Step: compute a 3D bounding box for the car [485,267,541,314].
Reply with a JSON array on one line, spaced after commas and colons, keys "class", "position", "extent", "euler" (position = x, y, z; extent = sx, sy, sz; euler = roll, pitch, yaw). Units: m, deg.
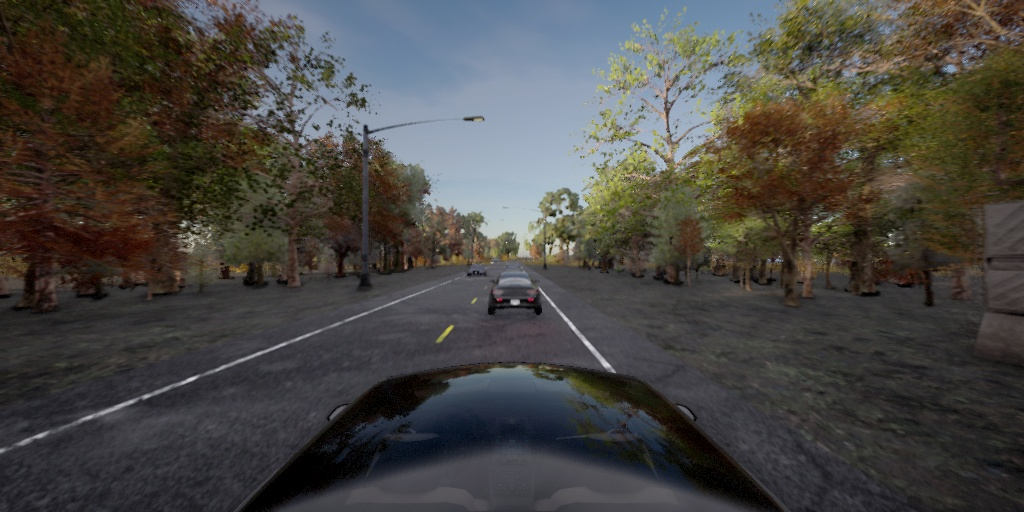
[{"class": "car", "position": [0.102, 1.338, 13.938], "extent": [1.812, 1.442, 4.674], "euler": [0, 0, 0]}]

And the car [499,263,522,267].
[{"class": "car", "position": [0.106, 1.471, 33.930], "extent": [1.994, 1.385, 4.181], "euler": [0, 0, 0]}]

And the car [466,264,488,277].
[{"class": "car", "position": [-3.579, 1.487, 37.567], "extent": [1.994, 1.385, 4.181], "euler": [0, 0, 0]}]
